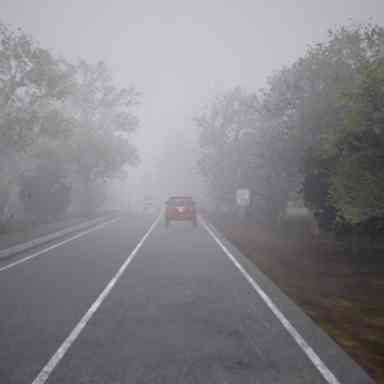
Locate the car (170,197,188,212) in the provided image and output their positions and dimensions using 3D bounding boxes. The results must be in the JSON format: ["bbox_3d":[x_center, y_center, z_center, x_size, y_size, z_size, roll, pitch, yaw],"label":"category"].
[{"bbox_3d":[-1.618,1.578,41.927,2.097,1.767,4.553,0,-2,-3],"label":"car"}]

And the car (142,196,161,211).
[{"bbox_3d":[-5.397,1.551,44.922,2.150,2.045,5.566,0,-2,-2],"label":"car"}]

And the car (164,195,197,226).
[{"bbox_3d":[-0.810,1.262,24.034,2.150,2.045,5.566,0,0,-2],"label":"car"}]
